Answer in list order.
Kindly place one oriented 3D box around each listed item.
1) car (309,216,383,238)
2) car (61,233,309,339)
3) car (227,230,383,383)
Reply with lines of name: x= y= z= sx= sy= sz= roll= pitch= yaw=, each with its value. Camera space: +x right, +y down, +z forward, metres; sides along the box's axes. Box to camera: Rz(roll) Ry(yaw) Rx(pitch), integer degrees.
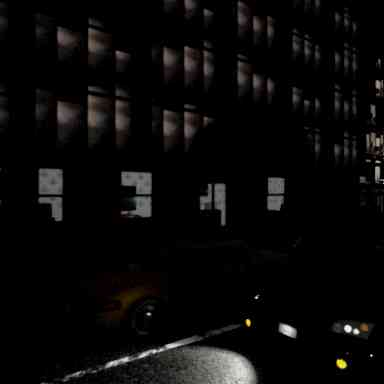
car: x=4.811 y=1.482 z=9.978 sx=4.097 sy=1.590 sz=1.967 roll=0 pitch=0 yaw=-35
car: x=0.026 y=1.542 z=6.576 sx=4.829 sy=1.417 sz=1.752 roll=0 pitch=0 yaw=-35
car: x=2.840 y=1.588 z=5.394 sx=4.181 sy=1.385 sz=1.994 roll=0 pitch=0 yaw=-35
